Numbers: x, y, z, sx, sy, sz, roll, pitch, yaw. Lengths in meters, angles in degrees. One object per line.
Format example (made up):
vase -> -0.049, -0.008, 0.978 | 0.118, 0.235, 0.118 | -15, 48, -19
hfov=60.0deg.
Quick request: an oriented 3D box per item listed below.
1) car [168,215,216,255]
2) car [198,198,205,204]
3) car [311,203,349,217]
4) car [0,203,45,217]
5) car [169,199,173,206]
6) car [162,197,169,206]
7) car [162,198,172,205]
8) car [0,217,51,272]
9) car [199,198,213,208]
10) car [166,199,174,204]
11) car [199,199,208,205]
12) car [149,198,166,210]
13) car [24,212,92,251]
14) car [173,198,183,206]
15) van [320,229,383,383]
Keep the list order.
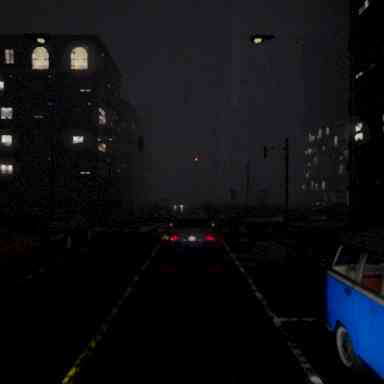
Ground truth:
car -> 0.007, 1.682, 13.979 | 2.033, 1.411, 5.357 | 0, -1, 0
car -> 2.683, 2.457, 92.200 | 1.887, 1.381, 4.507 | -1, -1, 0
car -> 14.688, 1.804, 34.557 | 4.313, 1.339, 1.947 | 0, 0, 0
car -> -17.871, 1.836, 34.516 | 4.829, 1.417, 1.752 | 0, 0, 0
car -> -5.676, 1.997, 69.554 | 2.192, 1.841, 5.009 | -1, -1, 0
car -> -5.679, 2.009, 58.255 | 1.967, 1.590, 4.097 | -1, -1, 0
car -> -5.672, 2.179, 75.200 | 1.967, 1.590, 4.097 | -1, -1, 0
car -> -5.698, 1.610, 8.707 | 1.752, 1.417, 4.829 | -1, -1, 0
car -> 2.669, 2.114, 58.308 | 1.887, 1.381, 4.507 | -1, -1, 0
car -> -5.666, 2.436, 86.497 | 1.802, 1.307, 4.206 | -1, -1, 0
car -> 2.679, 2.348, 80.902 | 2.008, 1.369, 4.403 | -1, -1, 0
car -> -5.680, 2.057, 52.605 | 1.887, 1.381, 4.507 | -1, -1, 0
car -> -5.696, 1.691, 14.540 | 2.008, 1.369, 4.403 | -1, -1, 0
car -> -2.970, 2.213, 73.224 | 1.837, 1.490, 4.892 | 0, -1, 0
van -> 2.677, 1.372, 3.176 | 1.690, 1.788, 3.998 | -1, -1, 0
